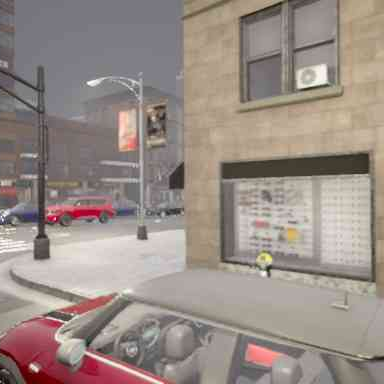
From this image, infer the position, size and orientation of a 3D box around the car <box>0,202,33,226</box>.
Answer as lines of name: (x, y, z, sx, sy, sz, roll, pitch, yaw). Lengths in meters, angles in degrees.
car: (-12.253, 1.516, 24.851, 2.097, 1.767, 4.553, -1, -1, 36)

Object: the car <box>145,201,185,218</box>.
car: (-2.508, 1.704, 32.774, 1.882, 1.535, 5.008, -1, -1, 36)

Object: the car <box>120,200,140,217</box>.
car: (-7.177, 1.584, 31.868, 2.097, 1.767, 4.553, -1, -1, 36)

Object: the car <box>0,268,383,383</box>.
car: (-0.070, 1.440, 2.908, 4.097, 1.590, 1.967, 0, -1, 36)

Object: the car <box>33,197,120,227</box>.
car: (-8.369, 1.371, 24.679, 2.150, 2.045, 5.566, -1, -1, 36)

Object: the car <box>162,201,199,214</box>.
car: (-1.334, 1.810, 39.937, 1.837, 1.490, 4.892, -1, -1, 36)
